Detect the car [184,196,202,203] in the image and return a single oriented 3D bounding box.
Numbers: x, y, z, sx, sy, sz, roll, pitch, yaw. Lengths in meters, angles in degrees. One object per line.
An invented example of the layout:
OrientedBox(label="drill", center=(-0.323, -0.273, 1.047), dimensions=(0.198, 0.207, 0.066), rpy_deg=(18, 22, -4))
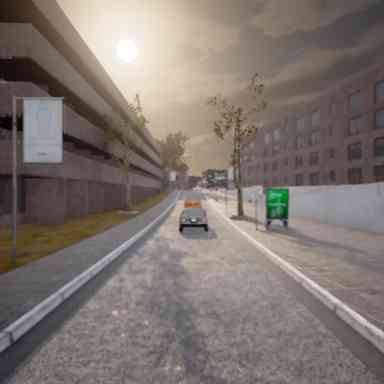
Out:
OrientedBox(label="car", center=(0.094, 1.213, 40.849), dimensions=(2.097, 1.767, 4.553), rpy_deg=(0, 1, 0))

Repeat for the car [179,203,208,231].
OrientedBox(label="car", center=(0.097, 1.667, 21.774), dimensions=(2.033, 1.411, 5.357), rpy_deg=(0, 0, 0))
